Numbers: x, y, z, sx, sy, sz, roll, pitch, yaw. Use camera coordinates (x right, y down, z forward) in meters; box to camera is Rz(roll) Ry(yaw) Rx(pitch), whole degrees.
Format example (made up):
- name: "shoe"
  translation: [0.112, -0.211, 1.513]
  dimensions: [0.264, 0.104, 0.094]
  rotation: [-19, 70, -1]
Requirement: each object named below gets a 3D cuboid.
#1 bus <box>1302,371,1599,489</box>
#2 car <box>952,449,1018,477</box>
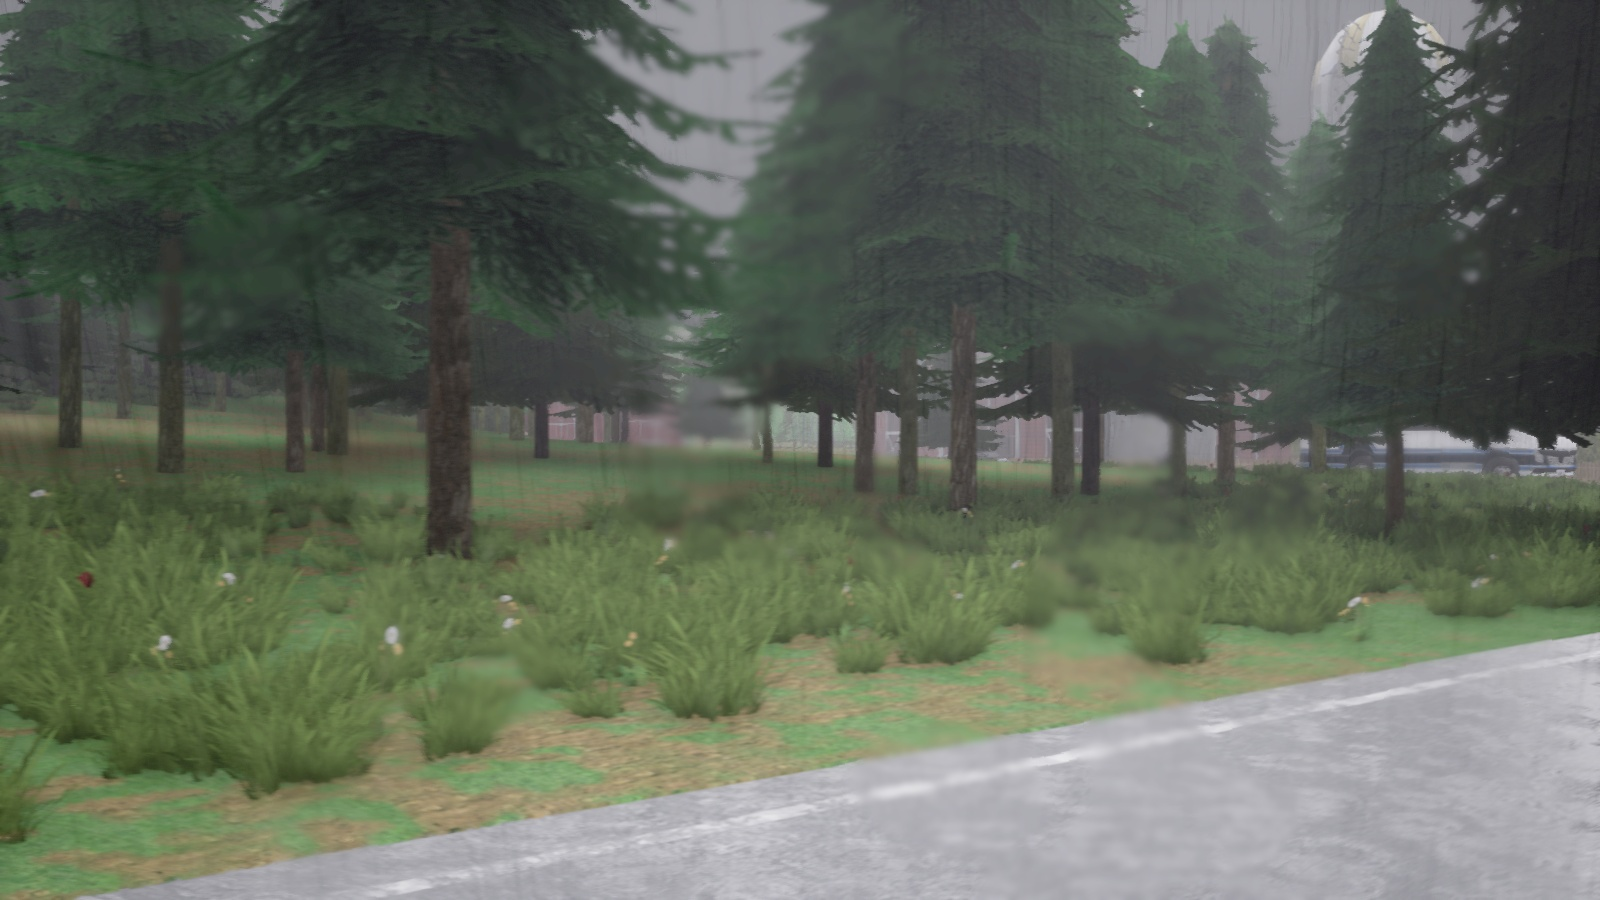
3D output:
- name: "bus"
  translation: [26.039, -0.702, 50.636]
  dimensions: [3.944, 4.253, 10.273]
  rotation: [0, 0, -34]
- name: "car"
  translation: [10.738, 0.740, 73.071]
  dimensions: [1.789, 1.549, 3.705]
  rotation: [0, 0, -34]
